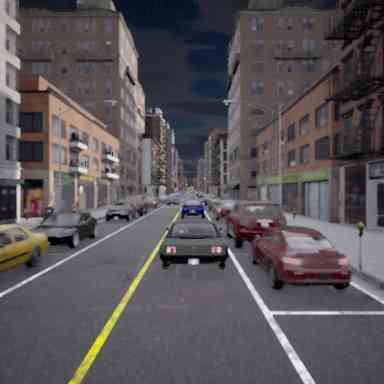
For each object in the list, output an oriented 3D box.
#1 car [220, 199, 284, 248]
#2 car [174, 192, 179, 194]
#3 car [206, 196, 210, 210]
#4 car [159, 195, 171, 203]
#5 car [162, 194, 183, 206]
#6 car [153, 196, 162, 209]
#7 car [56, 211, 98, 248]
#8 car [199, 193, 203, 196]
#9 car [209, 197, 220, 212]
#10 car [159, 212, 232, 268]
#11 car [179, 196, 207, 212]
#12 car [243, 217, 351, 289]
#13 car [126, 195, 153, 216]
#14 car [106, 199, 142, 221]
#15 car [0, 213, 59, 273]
[{"bbox_3d":[2.642,1.266,14.466,2.192,1.841,5.009,0,0,0],"label":"car"},{"bbox_3d":[-5.362,1.215,92.474,2.008,1.369,4.403,0,0,0],"label":"car"},{"bbox_3d":[2.649,1.421,37.191,2.008,1.369,4.403,0,0,0],"label":"car"},{"bbox_3d":[-5.368,1.318,65.599,2.008,1.369,4.403,0,0,0],"label":"car"},{"bbox_3d":[-2.816,1.372,49.948,2.033,1.411,5.357,0,0,0],"label":"car"},{"bbox_3d":[-5.374,1.290,42.872,1.967,1.590,4.097,0,0,0],"label":"car"},{"bbox_3d":[-5.383,1.517,14.463,1.947,1.339,4.313,0,0,0],"label":"car"},{"bbox_3d":[2.656,1.313,60.086,1.752,1.417,4.829,0,0,0],"label":"car"},{"bbox_3d":[2.646,1.351,25.829,1.967,1.590,4.097,0,0,0],"label":"car"},{"bbox_3d":[0.066,1.564,11.079,1.895,1.301,4.718,0,0,0],"label":"car"},{"bbox_3d":[0.086,1.377,28.988,1.882,1.535,5.008,0,0,0],"label":"car"},{"bbox_3d":[2.640,1.553,8.785,1.802,1.307,4.206,0,0,0],"label":"car"},{"bbox_3d":[-5.378,1.206,31.507,2.192,1.841,5.009,0,0,0],"label":"car"},{"bbox_3d":[-5.380,1.477,25.827,1.947,1.339,4.313,0,0,0],"label":"car"},{"bbox_3d":[-5.385,1.497,8.611,1.752,1.417,4.829,0,0,0],"label":"car"}]
